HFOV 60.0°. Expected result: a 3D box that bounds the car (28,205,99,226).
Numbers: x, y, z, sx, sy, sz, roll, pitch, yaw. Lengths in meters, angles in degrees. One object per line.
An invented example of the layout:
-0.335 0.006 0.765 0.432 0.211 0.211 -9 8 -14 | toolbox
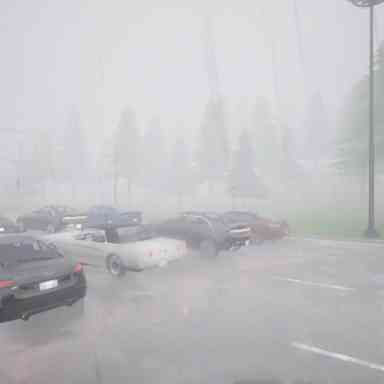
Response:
-7.620 1.489 18.008 4.902 1.511 2.128 0 0 36 | car

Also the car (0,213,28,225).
-9.693 1.562 15.187 4.181 1.385 1.994 0 0 36 | car

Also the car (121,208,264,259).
-0.093 1.490 12.624 4.902 1.511 2.128 0 0 36 | car

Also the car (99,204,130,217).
-5.292 1.475 20.649 5.008 1.535 1.882 0 0 36 | car

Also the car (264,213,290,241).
2.112 1.525 15.350 4.674 1.442 1.812 0 0 36 | car

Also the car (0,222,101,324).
-4.097 1.563 6.871 4.181 1.385 1.994 0 0 35 | car

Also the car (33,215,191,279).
-2.568 1.600 10.090 4.718 1.301 1.895 0 0 36 | car
